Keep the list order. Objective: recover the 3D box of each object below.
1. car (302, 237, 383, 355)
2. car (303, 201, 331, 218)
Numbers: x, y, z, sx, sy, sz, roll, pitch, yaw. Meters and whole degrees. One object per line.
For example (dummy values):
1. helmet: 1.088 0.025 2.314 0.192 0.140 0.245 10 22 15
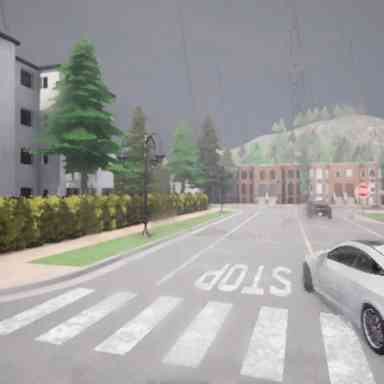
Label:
1. car: 3.431 1.533 5.911 1.812 1.442 4.674 -3 0 1
2. car: 11.030 1.529 29.410 1.837 1.490 4.892 1 0 13
